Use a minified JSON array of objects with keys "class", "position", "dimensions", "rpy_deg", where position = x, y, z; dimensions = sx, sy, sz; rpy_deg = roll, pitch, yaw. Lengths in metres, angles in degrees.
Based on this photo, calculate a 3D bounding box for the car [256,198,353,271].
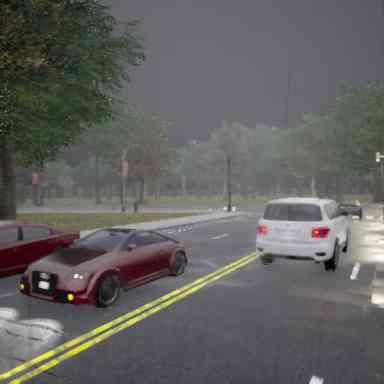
[{"class":"car","position":[3.928,1.206,11.260],"dimensions":[2.150,2.045,5.566],"rpy_deg":[-1,0,30]}]

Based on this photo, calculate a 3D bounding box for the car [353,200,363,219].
[{"class":"car","position":[13.343,1.395,28.228],"dimensions":[2.128,1.511,4.902],"rpy_deg":[0,0,25]}]

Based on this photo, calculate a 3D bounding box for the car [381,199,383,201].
[{"class":"car","position":[16.032,1.096,25.698],"dimensions":[2.150,2.045,5.566],"rpy_deg":[-1,0,30]}]

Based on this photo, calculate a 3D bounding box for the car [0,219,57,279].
[{"class":"car","position":[-5.229,1.541,8.777],"dimensions":[1.882,1.535,5.008],"rpy_deg":[-1,0,30]}]

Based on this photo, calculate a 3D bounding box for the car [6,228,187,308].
[{"class":"car","position":[-1.853,1.596,8.122],"dimensions":[1.994,1.385,4.181],"rpy_deg":[-1,0,30]}]
